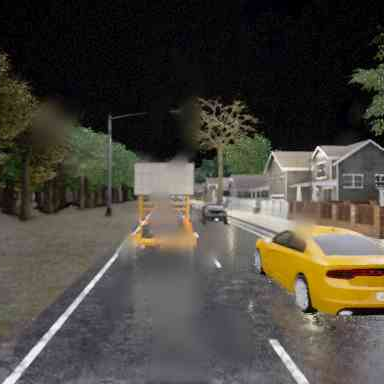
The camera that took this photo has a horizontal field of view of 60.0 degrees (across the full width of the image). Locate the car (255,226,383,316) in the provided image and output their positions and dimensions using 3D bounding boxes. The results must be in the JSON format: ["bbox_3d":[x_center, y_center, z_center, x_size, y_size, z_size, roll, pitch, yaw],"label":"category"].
[{"bbox_3d":[2.906,1.544,7.813,1.882,1.535,5.008,0,0,-4],"label":"car"}]

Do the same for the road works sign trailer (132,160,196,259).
[{"bbox_3d":[-1.083,0.559,13.051,2.380,3.560,2.880,0,0,-4],"label":"road works sign trailer"}]

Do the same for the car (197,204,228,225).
[{"bbox_3d":[1.569,1.707,25.985,1.837,1.490,4.892,0,0,-4],"label":"car"}]
